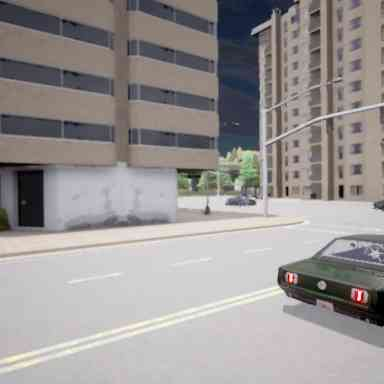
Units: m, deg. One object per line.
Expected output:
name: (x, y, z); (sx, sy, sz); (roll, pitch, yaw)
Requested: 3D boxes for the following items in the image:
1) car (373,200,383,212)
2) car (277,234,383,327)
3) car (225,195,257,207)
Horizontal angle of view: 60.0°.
car: (18.296, 1.094, 29.525); (1.994, 1.385, 4.181); (0, 0, -17)
car: (3.945, 1.499, 6.589); (4.718, 1.301, 1.895); (-1, 1, -35)
car: (6.165, 1.130, 41.933); (1.994, 1.385, 4.181); (-1, 1, -36)
